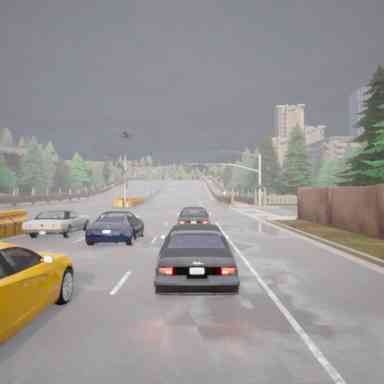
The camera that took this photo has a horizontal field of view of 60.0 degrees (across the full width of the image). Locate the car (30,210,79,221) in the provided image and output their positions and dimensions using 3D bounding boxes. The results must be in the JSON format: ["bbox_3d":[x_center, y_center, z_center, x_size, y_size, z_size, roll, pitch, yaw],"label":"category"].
[{"bbox_3d":[-6.916,1.600,17.603,1.895,1.301,4.718,0,0,0],"label":"car"}]

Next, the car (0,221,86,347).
[{"bbox_3d":[-3.404,1.477,5.047,1.882,1.535,5.008,0,0,0],"label":"car"}]

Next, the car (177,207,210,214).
[{"bbox_3d":[0.105,1.547,18.893,2.033,1.411,5.357,0,0,1],"label":"car"}]

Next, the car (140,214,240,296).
[{"bbox_3d":[0.092,1.547,8.827,2.033,1.411,5.357,0,0,0],"label":"car"}]

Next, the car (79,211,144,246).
[{"bbox_3d":[-3.420,1.563,15.374,1.994,1.385,4.181,0,0,0],"label":"car"}]
